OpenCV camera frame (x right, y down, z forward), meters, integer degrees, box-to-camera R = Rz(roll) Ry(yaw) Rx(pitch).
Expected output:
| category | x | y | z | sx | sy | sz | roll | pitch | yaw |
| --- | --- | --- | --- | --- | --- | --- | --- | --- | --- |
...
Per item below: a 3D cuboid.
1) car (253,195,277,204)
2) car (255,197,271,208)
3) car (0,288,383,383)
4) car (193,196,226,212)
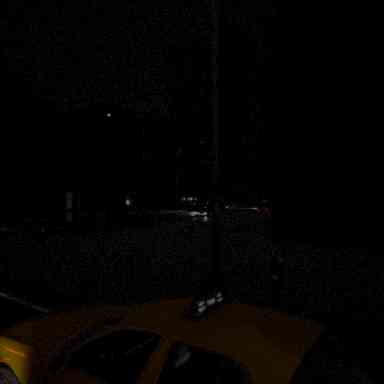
| category | x | y | z | sx | sy | sz | roll | pitch | yaw |
| --- | --- | --- | --- | --- | --- | --- | --- | --- | --- |
| car | 11.401 | 1.156 | 51.639 | 1.895 | 1.301 | 4.718 | 0 | 0 | 35 |
| car | 10.570 | 1.390 | 45.634 | 2.128 | 1.511 | 4.902 | 0 | 0 | 36 |
| car | -0.092 | 1.525 | 2.881 | 4.829 | 1.417 | 1.752 | 0 | 0 | 35 |
| car | 2.022 | 1.291 | 38.557 | 2.097 | 1.767 | 4.553 | 0 | 0 | 35 |
